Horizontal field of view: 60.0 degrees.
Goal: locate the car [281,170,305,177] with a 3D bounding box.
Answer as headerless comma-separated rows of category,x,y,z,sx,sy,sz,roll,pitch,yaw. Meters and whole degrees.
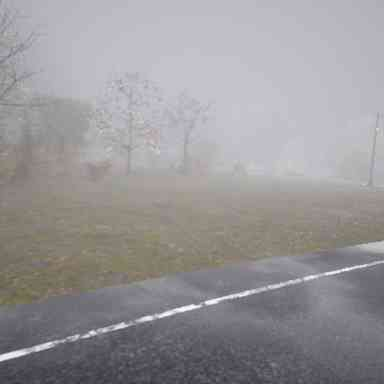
car,21.754,-4.024,71.558,2.033,1.411,5.357,0,6,-33

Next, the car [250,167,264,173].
car,16.061,-5.297,80.204,1.812,1.442,4.674,0,6,-33
